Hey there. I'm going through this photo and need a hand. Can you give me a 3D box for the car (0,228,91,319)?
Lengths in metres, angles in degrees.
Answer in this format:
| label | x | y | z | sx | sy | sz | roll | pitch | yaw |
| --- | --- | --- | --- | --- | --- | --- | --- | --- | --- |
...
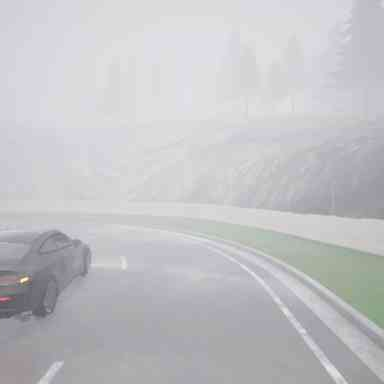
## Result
| label | x | y | z | sx | sy | sz | roll | pitch | yaw |
| --- | --- | --- | --- | --- | --- | --- | --- | --- | --- |
| car | -3.545 | 1.511 | 7.220 | 1.812 | 1.442 | 4.674 | 0 | 0 | -4 |
